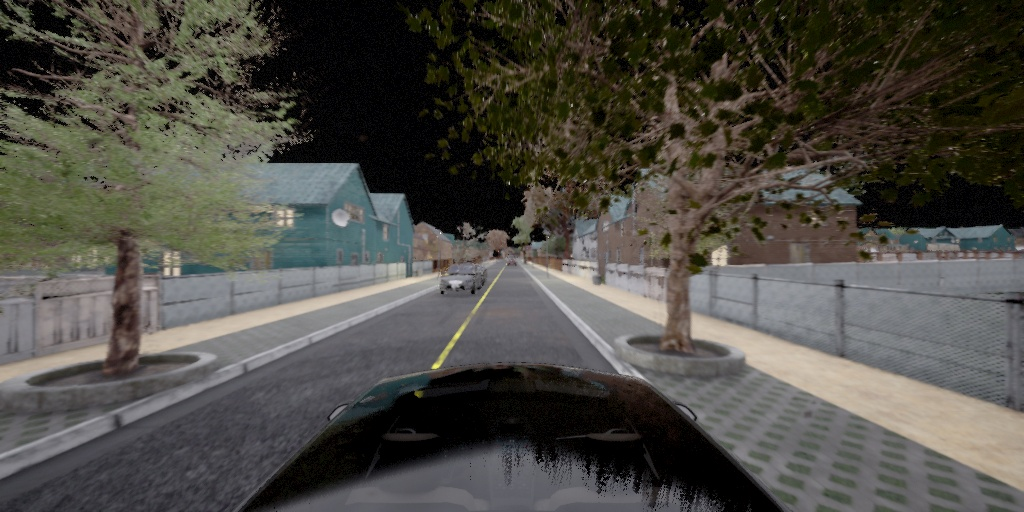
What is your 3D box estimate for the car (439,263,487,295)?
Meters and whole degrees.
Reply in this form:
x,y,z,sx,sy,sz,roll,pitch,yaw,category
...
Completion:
x,y,z,sx,sy,sz,roll,pitch,yaw,category
-2.752,1.204,19.919,2.128,1.511,4.902,0,0,0,car
